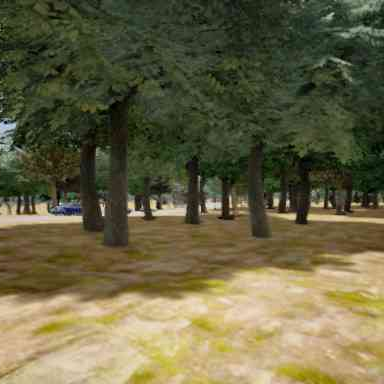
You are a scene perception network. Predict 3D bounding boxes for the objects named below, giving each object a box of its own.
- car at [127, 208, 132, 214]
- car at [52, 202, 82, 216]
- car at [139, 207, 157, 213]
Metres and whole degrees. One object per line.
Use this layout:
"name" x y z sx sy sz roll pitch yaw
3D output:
"car" -12.312 3.264 58.907 1.994 1.385 4.181 0 -2 21
"car" -18.758 2.615 50.897 2.150 2.045 5.566 0 -2 22
"car" -8.958 3.611 68.448 1.895 1.301 4.718 0 -2 18
